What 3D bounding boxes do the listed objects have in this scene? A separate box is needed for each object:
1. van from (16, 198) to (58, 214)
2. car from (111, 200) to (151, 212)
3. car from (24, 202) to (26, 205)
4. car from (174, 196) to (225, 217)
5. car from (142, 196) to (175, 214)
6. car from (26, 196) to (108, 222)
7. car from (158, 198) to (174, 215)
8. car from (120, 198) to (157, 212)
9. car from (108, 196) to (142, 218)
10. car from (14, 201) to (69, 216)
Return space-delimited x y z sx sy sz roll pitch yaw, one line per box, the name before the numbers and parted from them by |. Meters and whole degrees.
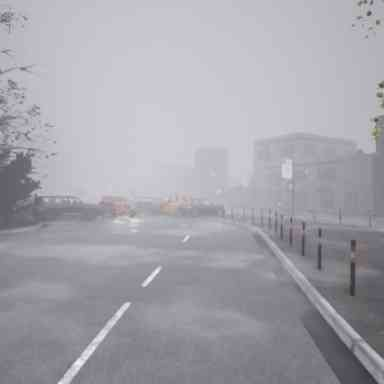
van | -19.385 1.713 41.639 4.442 1.987 1.878 0 -2 -33
car | -8.695 1.968 47.828 5.366 1.575 1.946 0 -2 -33
car | -13.357 1.416 32.234 5.566 2.045 2.435 0 -1 -33
car | 1.037 1.475 32.575 4.553 1.767 2.185 0 -1 -33
car | -2.236 1.438 37.549 5.566 2.045 2.435 0 -1 -33
car | -10.352 1.331 27.673 5.566 2.045 2.435 0 -1 -33
car | -0.610 1.645 35.122 5.008 1.535 2.097 0 -1 -33
car | -7.284 1.763 45.270 4.553 1.767 2.185 0 -2 -33
car | -7.210 1.371 31.938 2.150 2.045 5.566 0 -1 -33
car | -16.656 1.789 36.900 5.366 1.575 1.946 0 -1 -33
